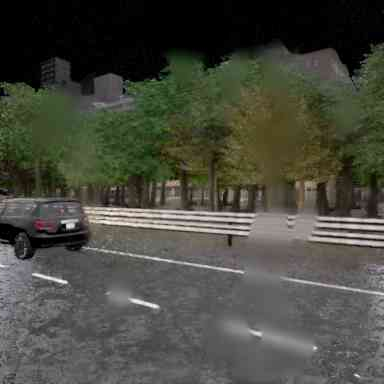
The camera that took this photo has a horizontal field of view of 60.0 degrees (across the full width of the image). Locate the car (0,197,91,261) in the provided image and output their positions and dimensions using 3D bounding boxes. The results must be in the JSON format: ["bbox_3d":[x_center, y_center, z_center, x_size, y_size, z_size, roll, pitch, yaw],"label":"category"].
[{"bbox_3d":[-6.227,1.223,12.618,5.566,2.045,2.150,0,0,36],"label":"car"}]
